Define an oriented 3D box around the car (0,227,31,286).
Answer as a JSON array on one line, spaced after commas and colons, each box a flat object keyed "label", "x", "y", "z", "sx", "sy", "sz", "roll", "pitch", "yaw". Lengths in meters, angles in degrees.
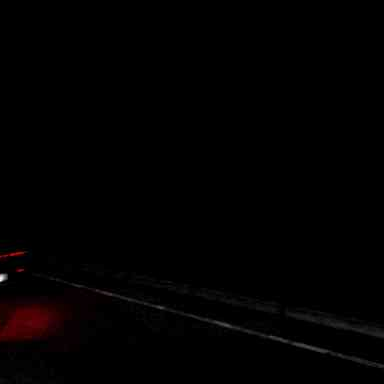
[{"label": "car", "x": -5.877, "y": 1.504, "z": 8.186, "sx": 4.892, "sy": 1.490, "sz": 1.837, "roll": 0, "pitch": 0, "yaw": 36}]
